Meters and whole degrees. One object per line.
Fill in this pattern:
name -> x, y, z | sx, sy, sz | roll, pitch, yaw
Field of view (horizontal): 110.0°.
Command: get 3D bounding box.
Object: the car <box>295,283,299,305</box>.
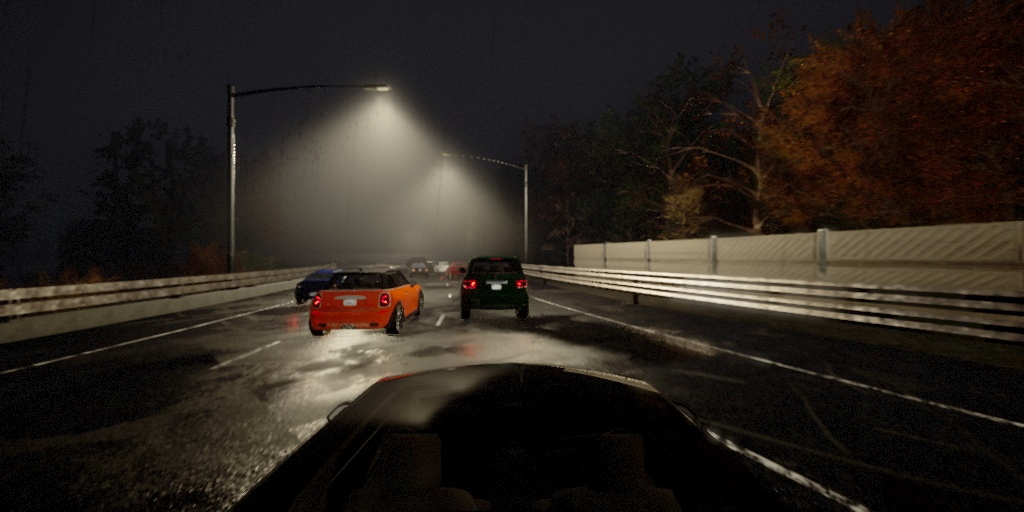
car -> -8.248, 1.344, 16.489 | 1.812, 1.442, 4.674 | 0, 0, -9

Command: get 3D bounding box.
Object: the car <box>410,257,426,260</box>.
car -> -15.185, 1.177, 57.142 | 2.150, 2.045, 5.566 | 0, 0, -30

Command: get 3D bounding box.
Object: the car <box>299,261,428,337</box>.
car -> -4.016, 1.140, 10.670 | 2.097, 1.767, 4.553 | 0, 0, -4

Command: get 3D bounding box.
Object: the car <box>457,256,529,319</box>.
car -> -0.755, 1.008, 13.244 | 2.150, 2.045, 5.566 | 0, 0, -6

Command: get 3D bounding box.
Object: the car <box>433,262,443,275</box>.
car -> -8.119, 1.416, 42.566 | 1.812, 1.442, 4.674 | 0, 0, -21

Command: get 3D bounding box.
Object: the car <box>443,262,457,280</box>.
car -> -4.995, 1.333, 33.460 | 1.882, 1.535, 5.008 | 0, -1, -17

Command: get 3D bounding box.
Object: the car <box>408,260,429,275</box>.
car -> -9.757, 1.428, 37.158 | 2.033, 1.411, 5.357 | 0, 0, -19
